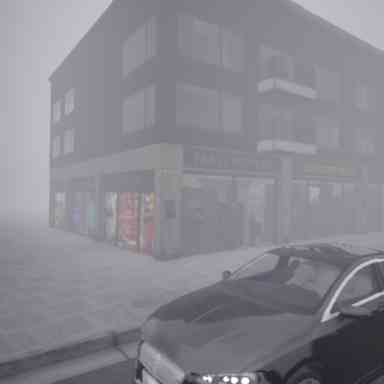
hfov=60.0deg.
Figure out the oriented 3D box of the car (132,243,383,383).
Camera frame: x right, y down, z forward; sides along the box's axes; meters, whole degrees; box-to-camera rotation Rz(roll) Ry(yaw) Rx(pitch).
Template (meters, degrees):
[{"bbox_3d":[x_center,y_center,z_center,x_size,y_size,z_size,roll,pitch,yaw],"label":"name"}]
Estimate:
[{"bbox_3d":[1.637,1.514,4.432,4.902,1.511,2.128,0,0,-36],"label":"car"}]
